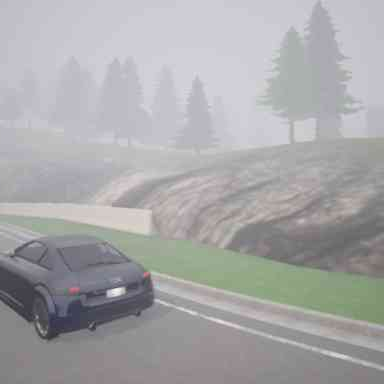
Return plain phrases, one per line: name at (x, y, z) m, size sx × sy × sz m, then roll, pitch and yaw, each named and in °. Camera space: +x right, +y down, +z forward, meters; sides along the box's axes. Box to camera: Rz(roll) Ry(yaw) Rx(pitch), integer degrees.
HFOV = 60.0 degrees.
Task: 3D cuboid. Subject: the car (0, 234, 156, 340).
car at (-2.603, 1.555, 6.702) m, size 1.994 × 1.385 × 4.181 m, roll 0°, pitch 0°, yaw -44°
